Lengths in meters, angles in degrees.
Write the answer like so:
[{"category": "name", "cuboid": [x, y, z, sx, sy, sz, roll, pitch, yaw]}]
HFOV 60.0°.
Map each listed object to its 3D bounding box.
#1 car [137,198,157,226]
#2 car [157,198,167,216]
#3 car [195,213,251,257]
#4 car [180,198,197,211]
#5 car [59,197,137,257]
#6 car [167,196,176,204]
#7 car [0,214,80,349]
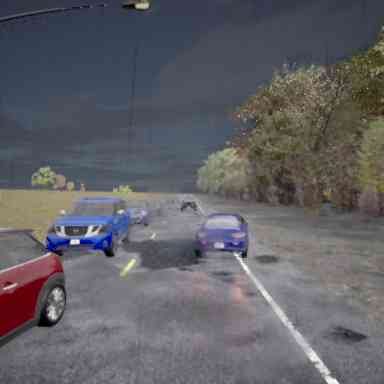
[{"category": "car", "cuboid": [-3.893, 1.374, 23.346, 2.097, 1.767, 4.553, 0, 0, 0]}, {"category": "car", "cuboid": [-3.999, 1.379, 33.353, 2.097, 1.767, 4.553, 0, 0, 0]}, {"category": "car", "cuboid": [1.269, 1.535, 12.907, 1.812, 1.442, 4.674, 0, 0, 10]}, {"category": "car", "cuboid": [-0.401, 1.532, 41.174, 1.837, 1.490, 4.892, 0, 1, 0]}, {"category": "car", "cuboid": [-3.797, 1.238, 13.342, 2.150, 2.045, 5.566, 0, 0, -2]}, {"category": "car", "cuboid": [-4.263, 1.542, 67.413, 1.837, 1.490, 4.892, 0, 0, -1]}, {"category": "car", "cuboid": [-3.542, 1.361, 4.163, 2.097, 1.767, 4.553, 0, 0, 9]}]
